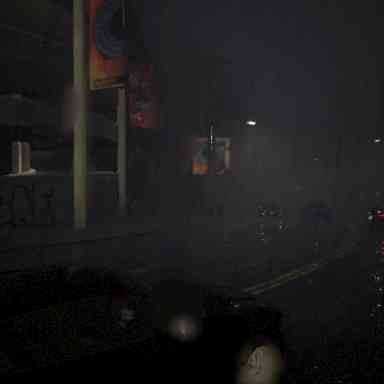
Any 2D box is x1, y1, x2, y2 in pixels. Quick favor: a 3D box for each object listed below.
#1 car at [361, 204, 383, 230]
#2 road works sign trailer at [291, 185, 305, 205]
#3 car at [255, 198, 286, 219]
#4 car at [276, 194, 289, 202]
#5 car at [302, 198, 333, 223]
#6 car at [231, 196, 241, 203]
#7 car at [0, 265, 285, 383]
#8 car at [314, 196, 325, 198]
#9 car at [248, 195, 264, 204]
[{"bbox_3d":[11.807,1.490,20.710,1.837,1.490,4.892,0,0,22],"label":"car"},{"bbox_3d":[19.350,0.494,61.285,2.380,3.560,2.880,0,0,2],"label":"road works sign trailer"},{"bbox_3d":[6.963,1.533,29.948,1.837,1.490,4.892,0,0,9],"label":"car"},{"bbox_3d":[23.561,1.418,87.853,2.185,1.767,4.553,0,0,2],"label":"car"},{"bbox_3d":[9.634,1.484,25.779,1.882,1.535,5.008,0,0,14],"label":"car"},{"bbox_3d":[9.227,1.608,70.439,2.033,1.411,5.357,0,0,2],"label":"car"},{"bbox_3d":[-1.153,1.492,3.216,5.008,1.535,1.882,0,0,-37],"label":"car"},{"bbox_3d":[22.329,1.491,58.504,2.231,1.521,4.892,0,0,2],"label":"car"},{"bbox_3d":[12.588,1.410,67.104,2.097,1.767,4.553,0,0,2],"label":"car"}]
